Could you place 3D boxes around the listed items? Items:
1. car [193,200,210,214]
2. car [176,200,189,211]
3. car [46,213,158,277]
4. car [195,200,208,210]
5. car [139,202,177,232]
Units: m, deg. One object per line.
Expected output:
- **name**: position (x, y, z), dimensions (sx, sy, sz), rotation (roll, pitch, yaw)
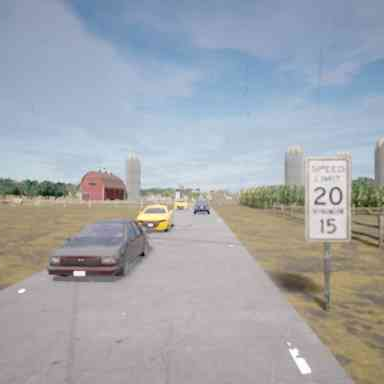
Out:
- **car**: position (1.154, 1.838, 39.272), dimensions (2.033, 1.411, 5.357), rotation (0, -1, 2)
- **car**: position (-1.520, 1.868, 47.984), dimensions (1.882, 1.535, 5.008), rotation (0, -1, 1)
- **car**: position (-2.626, 1.621, 10.788), dimensions (2.033, 1.411, 5.357), rotation (0, 0, 3)
- **car**: position (1.432, 1.921, 49.908), dimensions (1.837, 1.490, 4.892), rotation (0, -1, 2)
- **car**: position (-2.280, 1.624, 21.405), dimensions (1.882, 1.535, 5.008), rotation (0, 0, 2)
